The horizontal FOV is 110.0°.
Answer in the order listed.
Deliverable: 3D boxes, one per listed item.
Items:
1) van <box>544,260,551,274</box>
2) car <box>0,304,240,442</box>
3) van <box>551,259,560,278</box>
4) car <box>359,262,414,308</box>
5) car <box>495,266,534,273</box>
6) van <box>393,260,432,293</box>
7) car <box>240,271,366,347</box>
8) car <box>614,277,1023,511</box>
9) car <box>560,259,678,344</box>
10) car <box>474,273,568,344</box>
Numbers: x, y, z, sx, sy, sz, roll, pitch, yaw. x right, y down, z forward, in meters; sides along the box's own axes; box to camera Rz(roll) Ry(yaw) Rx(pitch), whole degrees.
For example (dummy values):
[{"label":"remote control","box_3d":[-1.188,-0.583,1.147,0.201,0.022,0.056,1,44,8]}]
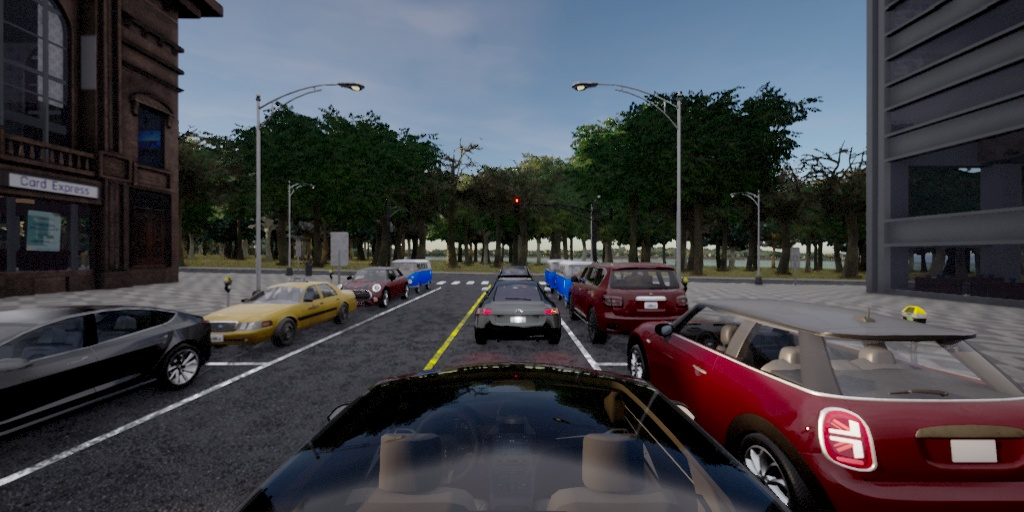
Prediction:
[{"label":"van","box_3d":[2.796,1.091,20.397,1.690,1.789,3.998,0,0,0]},{"label":"car","box_3d":[-5.759,1.316,4.100,1.948,1.339,4.313,0,0,0]},{"label":"van","box_3d":[2.786,1.091,14.959,1.690,1.789,3.998,0,0,0]},{"label":"car","box_3d":[-5.739,1.190,14.975,1.967,1.591,4.097,0,0,0]},{"label":"car","box_3d":[0.131,1.242,18.451,2.128,1.511,4.902,0,0,0]},{"label":"van","box_3d":[-5.729,1.091,20.413,1.690,1.789,3.998,0,0,0]},{"label":"car","box_3d":[-5.750,1.275,9.368,1.751,1.417,4.829,0,0,0]},{"label":"car","box_3d":[2.766,1.190,4.084,1.967,1.591,4.097,0,0,0]},{"label":"car","box_3d":[2.776,1.064,9.522,2.192,1.841,5.009,0,0,0]},{"label":"car","box_3d":[0.118,1.314,9.570,1.994,1.385,4.181,0,0,0]}]
